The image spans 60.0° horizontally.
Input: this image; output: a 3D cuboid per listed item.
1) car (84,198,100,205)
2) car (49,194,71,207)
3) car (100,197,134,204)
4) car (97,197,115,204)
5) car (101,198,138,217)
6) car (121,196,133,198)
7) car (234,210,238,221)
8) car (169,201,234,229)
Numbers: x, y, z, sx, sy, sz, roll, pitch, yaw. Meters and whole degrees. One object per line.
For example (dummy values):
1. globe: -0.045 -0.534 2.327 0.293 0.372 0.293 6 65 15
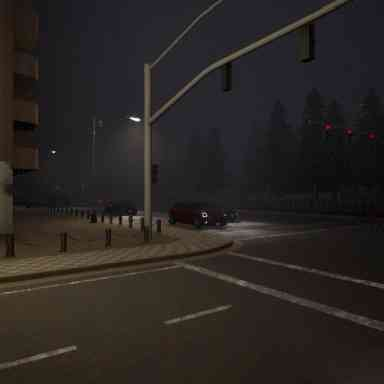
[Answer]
1. car: -18.049 1.656 60.339 1.895 1.301 4.718 0 0 -36
2. car: -20.648 1.265 51.795 2.150 2.045 5.566 0 0 -36
3. car: -9.669 1.656 42.384 1.895 1.301 4.718 0 0 -36
4. car: -16.723 1.656 64.459 1.895 1.301 4.718 0 0 -36
5. car: -6.954 1.618 32.616 1.994 1.385 4.181 0 0 -36
6. car: -11.461 1.408 57.183 2.097 1.767 4.553 0 0 -36
7. car: 1.592 1.560 26.734 1.837 1.490 4.892 0 0 -36
8. car: 0.316 1.407 22.518 2.097 1.767 4.553 0 0 -36
